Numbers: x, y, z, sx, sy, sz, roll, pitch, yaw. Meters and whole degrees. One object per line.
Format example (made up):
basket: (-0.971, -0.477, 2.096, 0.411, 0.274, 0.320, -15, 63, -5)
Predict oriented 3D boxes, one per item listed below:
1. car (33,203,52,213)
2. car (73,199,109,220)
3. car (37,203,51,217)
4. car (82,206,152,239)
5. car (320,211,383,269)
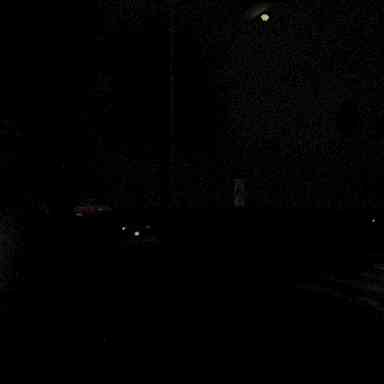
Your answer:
car: (-23.280, 2.467, 51.808, 1.837, 1.490, 4.892, 0, -2, -34)
car: (-9.767, 1.700, 32.193, 2.150, 2.045, 5.566, 0, -1, -35)
car: (-18.373, 2.180, 39.611, 1.882, 1.535, 5.008, 0, -1, -34)
car: (-4.300, 1.772, 19.060, 2.033, 1.411, 5.357, 0, -1, -35)
car: (6.290, 1.216, 8.884, 2.150, 2.045, 5.566, 0, -1, -35)
